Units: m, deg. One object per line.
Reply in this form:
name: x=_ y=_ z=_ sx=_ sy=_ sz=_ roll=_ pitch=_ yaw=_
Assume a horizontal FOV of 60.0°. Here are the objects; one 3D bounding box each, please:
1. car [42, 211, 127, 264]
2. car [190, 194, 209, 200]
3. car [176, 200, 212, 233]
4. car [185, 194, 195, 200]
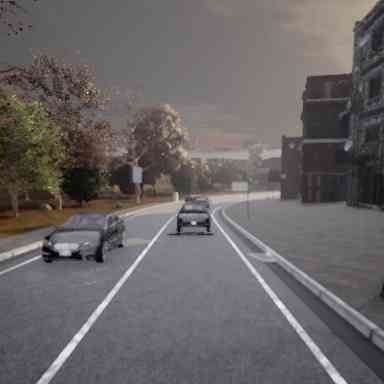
car: x=-3.590 y=1.473 z=11.889 sx=2.128 sy=1.511 sz=4.902 roll=0 pitch=0 yaw=0
car: x=1.311 y=1.395 z=40.151 sx=1.837 sy=1.490 sz=4.892 roll=1 pitch=1 yaw=8
car: x=0.107 y=1.435 z=19.721 sx=2.128 sy=1.511 sz=4.902 roll=0 pitch=-1 yaw=0
car: x=0.274 y=1.075 z=53.074 sx=1.882 sy=1.535 sz=5.008 roll=2 pitch=2 yaw=16
